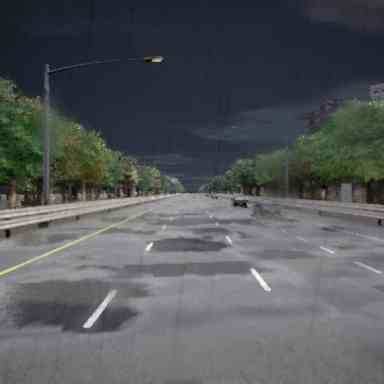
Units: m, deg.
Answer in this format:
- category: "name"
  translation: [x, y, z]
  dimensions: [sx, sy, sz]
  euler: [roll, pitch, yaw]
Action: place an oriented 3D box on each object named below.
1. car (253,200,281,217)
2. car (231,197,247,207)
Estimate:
- category: "car"
  translation: [6.990, 1.498, 31.380]
  dimensions: [2.128, 1.511, 4.902]
  euler: [0, 0, 0]
- category: "car"
  translation: [6.984, 1.507, 50.100]
  dimensions: [1.882, 1.535, 5.008]
  euler: [0, 0, 0]
